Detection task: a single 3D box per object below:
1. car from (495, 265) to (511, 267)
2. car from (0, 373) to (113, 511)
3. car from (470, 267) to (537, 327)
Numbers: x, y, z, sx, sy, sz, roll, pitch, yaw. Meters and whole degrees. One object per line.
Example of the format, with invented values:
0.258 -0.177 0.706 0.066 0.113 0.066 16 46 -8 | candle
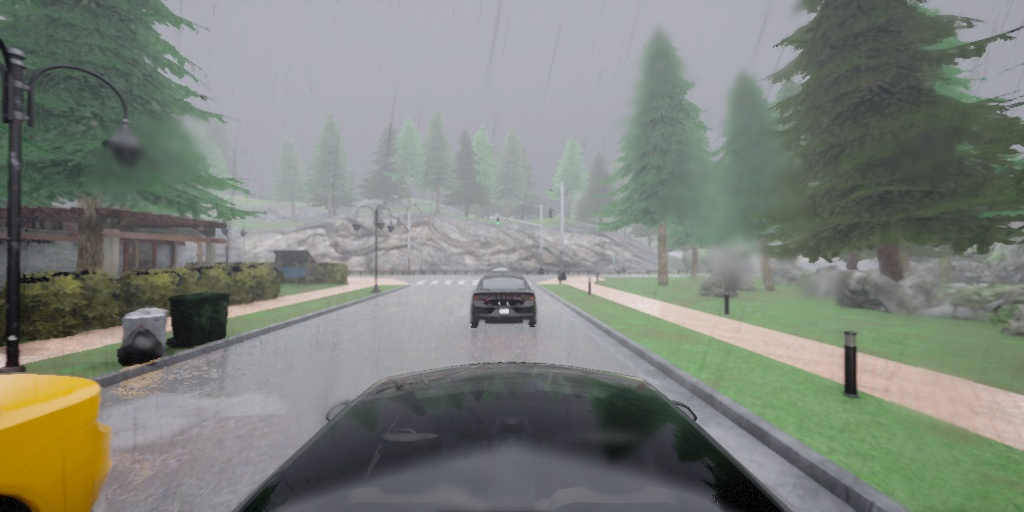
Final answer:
-0.688 1.437 27.907 1.812 1.442 4.674 0 1 5 | car
-3.693 1.219 0.293 1.882 1.535 5.008 0 0 0 | car
-0.298 1.299 11.853 1.882 1.535 5.008 0 0 -2 | car
